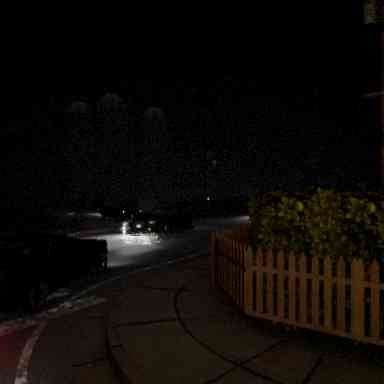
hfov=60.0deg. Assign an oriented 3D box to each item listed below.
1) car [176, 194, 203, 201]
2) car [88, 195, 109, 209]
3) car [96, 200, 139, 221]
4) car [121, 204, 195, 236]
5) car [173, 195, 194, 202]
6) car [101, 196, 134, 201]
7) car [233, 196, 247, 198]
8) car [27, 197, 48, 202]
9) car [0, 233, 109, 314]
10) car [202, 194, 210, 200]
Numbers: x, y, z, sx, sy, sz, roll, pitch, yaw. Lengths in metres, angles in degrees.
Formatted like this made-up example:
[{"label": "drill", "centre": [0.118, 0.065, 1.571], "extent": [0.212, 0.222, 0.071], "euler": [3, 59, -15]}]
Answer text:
[{"label": "car", "centre": [-0.832, 1.475, 50.101], "extent": [1.882, 1.535, 5.008], "euler": [0, 0, 34]}, {"label": "car", "centre": [-11.599, 1.518, 42.925], "extent": [3.905, 1.438, 1.784], "euler": [0, 0, 35]}, {"label": "car", "centre": [-5.964, 1.599, 27.592], "extent": [1.895, 1.301, 4.718], "euler": [0, 0, -37]}, {"label": "car", "centre": [-1.592, 1.563, 18.719], "extent": [1.994, 1.385, 4.181], "euler": [0, 0, 35]}, {"label": "car", "centre": [-2.036, 1.476, 80.620], "extent": [4.611, 1.667, 2.242], "euler": [0, 0, 35]}, {"label": "car", "centre": [-7.851, 1.475, 37.834], "extent": [1.882, 1.535, 5.008], "euler": [0, 0, 18]}, {"label": "car", "centre": [8.668, 1.502, 62.666], "extent": [4.902, 1.511, 2.128], "euler": [0, 0, -35]}, {"label": "car", "centre": [-22.884, 1.502, 49.217], "extent": [4.193, 1.474, 1.816], "euler": [0, 0, 35]}, {"label": "car", "centre": [-3.573, 1.600, 7.652], "extent": [1.895, 1.301, 4.718], "euler": [0, 0, 7]}, {"label": "car", "centre": [0.967, 1.307, 61.565], "extent": [4.605, 1.855, 1.932], "euler": [0, 0, 35]}]
